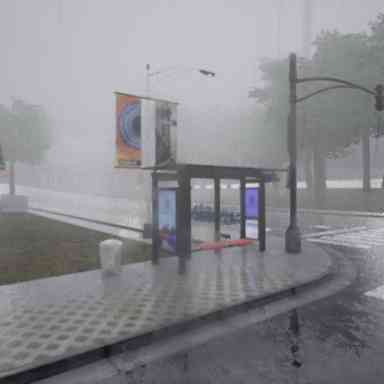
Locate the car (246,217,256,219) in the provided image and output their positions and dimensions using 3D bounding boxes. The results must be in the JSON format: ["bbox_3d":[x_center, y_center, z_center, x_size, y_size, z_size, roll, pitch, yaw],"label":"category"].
[{"bbox_3d":[1.638,1.282,20.137,1.895,1.301,4.718,0,0,-36],"label":"car"}]
